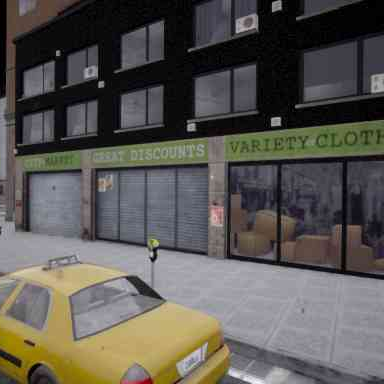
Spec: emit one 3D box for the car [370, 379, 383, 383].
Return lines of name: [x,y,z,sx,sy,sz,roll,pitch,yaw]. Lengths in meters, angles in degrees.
car: [2.810,1.551,1.085,4.403,1.369,2.008,0,1,36]

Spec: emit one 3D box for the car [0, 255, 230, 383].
car: [-1.875,1.524,4.428,4.829,1.417,1.752,0,1,36]
